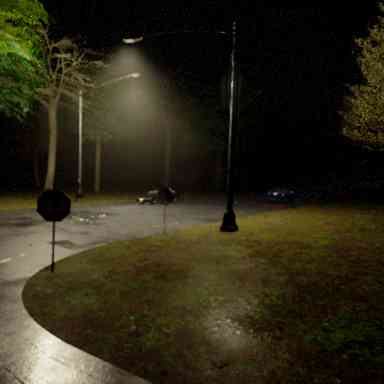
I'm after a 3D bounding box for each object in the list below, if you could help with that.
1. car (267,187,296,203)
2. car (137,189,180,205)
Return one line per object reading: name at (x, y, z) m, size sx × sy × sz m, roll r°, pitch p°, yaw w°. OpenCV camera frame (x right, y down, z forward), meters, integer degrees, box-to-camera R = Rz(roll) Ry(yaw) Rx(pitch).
car at (10.574, 0.255, 39.001) m, size 2.097 × 1.767 × 4.553 m, roll 4°, pitch 4°, yaw 35°
car at (-3.139, 0.440, 31.883) m, size 2.128 × 1.511 × 4.902 m, roll 4°, pitch 5°, yaw 35°
